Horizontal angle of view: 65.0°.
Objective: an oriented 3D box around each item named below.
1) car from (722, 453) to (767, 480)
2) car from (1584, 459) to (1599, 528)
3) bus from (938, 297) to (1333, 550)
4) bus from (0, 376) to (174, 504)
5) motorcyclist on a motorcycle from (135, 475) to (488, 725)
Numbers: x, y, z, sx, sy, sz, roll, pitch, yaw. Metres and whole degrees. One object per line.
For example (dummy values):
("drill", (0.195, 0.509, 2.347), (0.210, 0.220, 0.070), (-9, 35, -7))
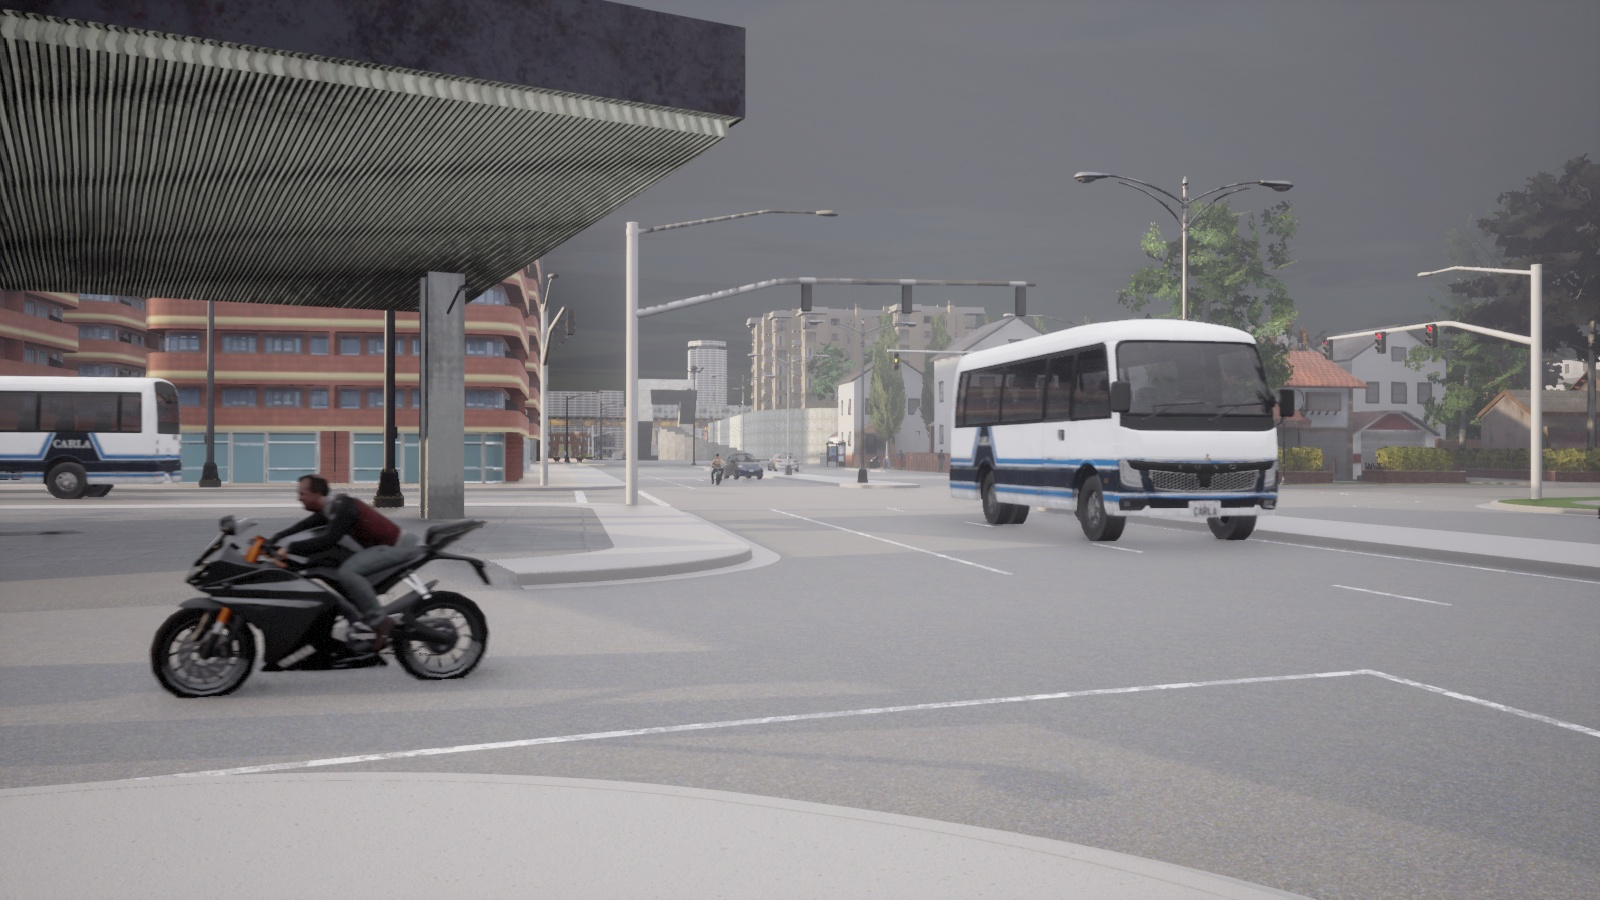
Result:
("car", (-3.476, 0.993, 77.851), (1.851, 1.617, 3.988), (0, 0, -16))
("car", (18.303, 0.934, 25.376), (1.816, 1.474, 4.193), (0, 0, -11))
("bus", (6.362, -0.428, 26.543), (3.944, 4.253, 10.273), (0, 0, -11))
("bus", (-27.758, -0.314, 43.404), (10.273, 4.253, 3.944), (0, 0, -11))
("motorcyclist on a motorcycle", (-3.371, 0.961, 8.745), (2.191, 1.530, 0.866), (0, 0, -26))
